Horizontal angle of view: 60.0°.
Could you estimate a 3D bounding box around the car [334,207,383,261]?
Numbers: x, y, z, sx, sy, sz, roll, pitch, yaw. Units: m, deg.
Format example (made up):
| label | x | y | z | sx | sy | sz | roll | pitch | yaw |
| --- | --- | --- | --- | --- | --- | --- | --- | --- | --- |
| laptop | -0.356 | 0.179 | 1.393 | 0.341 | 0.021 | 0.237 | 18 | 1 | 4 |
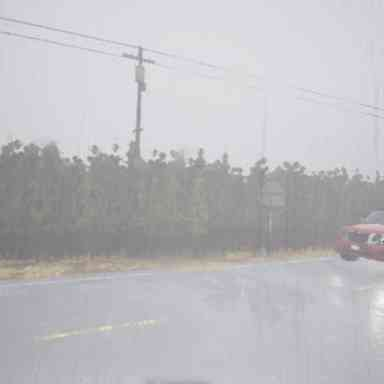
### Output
| label | x | y | z | sx | sy | sz | roll | pitch | yaw |
| --- | --- | --- | --- | --- | --- | --- | --- | --- | --- |
| car | 7.781 | 1.570 | 12.269 | 5.566 | 2.045 | 2.150 | 2 | 0 | -29 |
